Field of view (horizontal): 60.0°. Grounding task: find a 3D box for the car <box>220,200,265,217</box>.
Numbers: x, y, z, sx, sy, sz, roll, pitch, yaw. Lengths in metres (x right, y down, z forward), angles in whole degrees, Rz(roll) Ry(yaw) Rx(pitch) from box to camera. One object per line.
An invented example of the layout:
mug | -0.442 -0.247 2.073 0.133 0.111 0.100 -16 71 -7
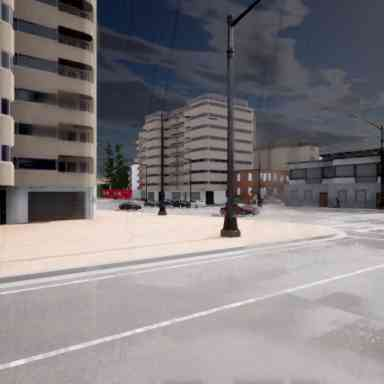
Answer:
car | 4.762 1.729 33.761 1.812 1.442 4.674 0 -1 -37

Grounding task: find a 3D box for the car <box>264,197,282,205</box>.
car | 16.308 1.800 67.669 1.970 1.475 3.806 0 -1 -37

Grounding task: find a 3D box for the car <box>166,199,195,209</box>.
car | -2.120 2.257 60.692 1.837 1.490 4.892 0 -1 -36

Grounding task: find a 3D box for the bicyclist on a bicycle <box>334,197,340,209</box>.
bicyclist on a bicycle | 20.236 1.520 46.422 1.656 1.620 0.582 0 -1 -37

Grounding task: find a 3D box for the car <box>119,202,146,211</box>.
car | -9.929 2.279 53.440 2.033 1.411 5.357 0 -1 -36

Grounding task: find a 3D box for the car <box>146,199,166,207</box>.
car | -8.273 2.405 68.819 2.033 1.411 5.357 0 0 -37

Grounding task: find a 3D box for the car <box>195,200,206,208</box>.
car | 0.746 2.276 62.710 1.812 1.442 4.674 0 -1 -36
